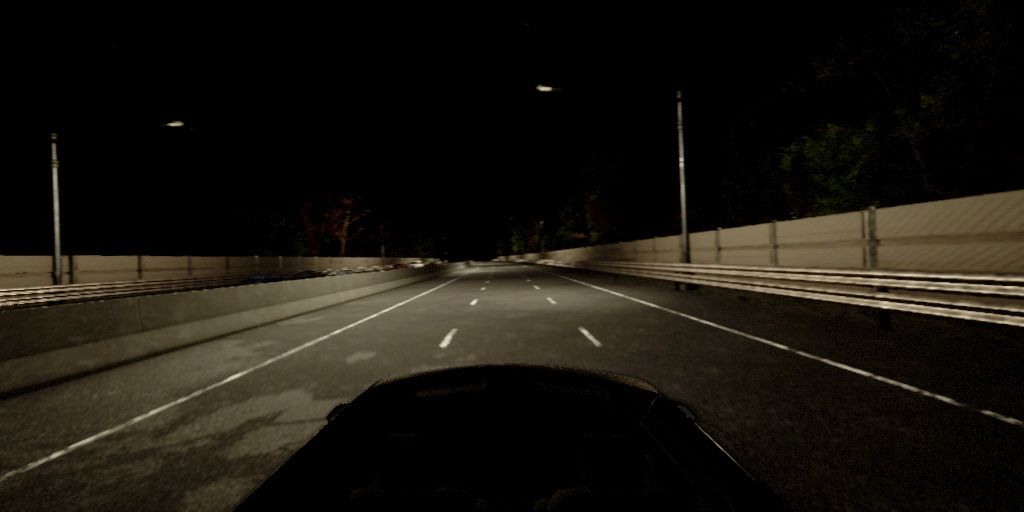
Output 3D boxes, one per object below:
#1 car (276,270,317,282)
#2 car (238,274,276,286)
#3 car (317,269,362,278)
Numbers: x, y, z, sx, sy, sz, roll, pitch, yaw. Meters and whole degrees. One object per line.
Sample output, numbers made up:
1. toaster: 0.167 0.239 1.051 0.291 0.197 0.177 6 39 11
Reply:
1. car: -17.938 2.054 31.433 1.882 1.535 5.008 -2 -1 -1
2. car: -21.414 2.269 30.924 1.994 1.385 4.181 -2 0 -1
3. car: -14.430 1.938 31.280 2.128 1.511 4.902 -2 -1 -1
